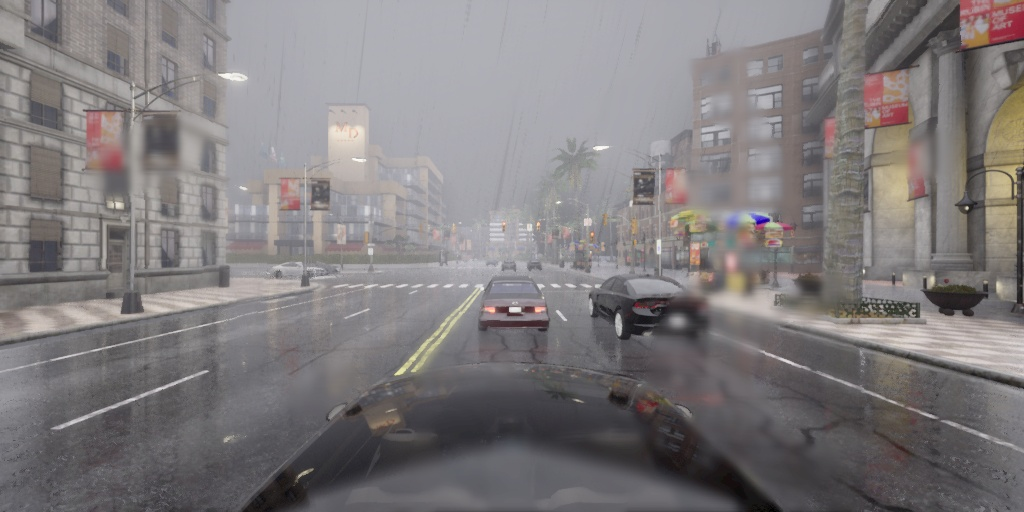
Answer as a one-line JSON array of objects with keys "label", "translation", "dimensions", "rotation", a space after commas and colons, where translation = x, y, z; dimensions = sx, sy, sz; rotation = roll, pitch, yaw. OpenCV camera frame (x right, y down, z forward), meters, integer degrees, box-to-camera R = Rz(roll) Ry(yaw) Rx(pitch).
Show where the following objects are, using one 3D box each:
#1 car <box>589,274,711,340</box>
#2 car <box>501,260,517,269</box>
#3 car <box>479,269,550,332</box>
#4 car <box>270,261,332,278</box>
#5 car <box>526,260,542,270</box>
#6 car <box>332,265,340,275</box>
[{"label": "car", "translation": [3.485, 1.227, 10.031], "dimensions": [1.882, 1.535, 5.008], "rotation": [0, 0, 0]}, {"label": "car", "translation": [-0.417, 1.237, 50.272], "dimensions": [2.128, 1.511, 4.902], "rotation": [0, 0, -1]}, {"label": "car", "translation": [-0.006, 1.297, 10.846], "dimensions": [2.033, 1.411, 5.357], "rotation": [0, 0, -2]}, {"label": "car", "translation": [-19.579, 1.271, 32.917], "dimensions": [4.674, 1.442, 1.812], "rotation": [0, 0, 1]}, {"label": "car", "translation": [3.082, 1.251, 50.417], "dimensions": [1.837, 1.490, 4.892], "rotation": [0, 0, -1]}, {"label": "car", "translation": [-20.146, 1.239, 36.509], "dimensions": [4.902, 1.511, 2.128], "rotation": [0, 0, -1]}]
